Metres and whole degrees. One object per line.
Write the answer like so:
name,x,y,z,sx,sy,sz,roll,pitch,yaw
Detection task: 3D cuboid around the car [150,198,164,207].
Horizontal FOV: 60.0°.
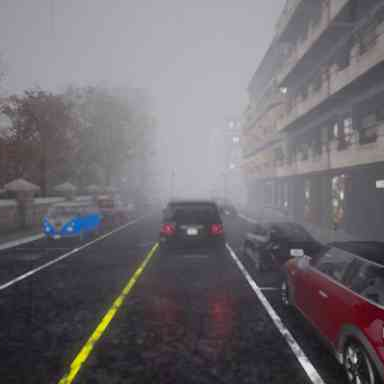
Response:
car,-5.727,1.675,54.867,1.802,1.307,4.206,0,0,0

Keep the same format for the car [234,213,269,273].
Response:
car,2.680,1.583,10.591,1.947,1.339,4.313,0,0,0

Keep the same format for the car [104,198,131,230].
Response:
car,-5.709,1.349,21.656,2.192,1.841,5.009,0,0,0

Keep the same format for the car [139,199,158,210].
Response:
car,-5.720,1.638,43.797,1.947,1.339,4.313,0,0,0

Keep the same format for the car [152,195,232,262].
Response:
car,0.028,1.243,12.381,2.150,2.045,5.566,0,0,0

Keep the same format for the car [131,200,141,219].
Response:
car,-5.711,1.594,27.191,2.008,1.369,4.403,0,0,0

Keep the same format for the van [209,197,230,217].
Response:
van,2.665,1.394,32.733,1.690,1.788,3.998,0,0,0

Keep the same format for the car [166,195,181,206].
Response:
car,-3.078,1.446,56.159,2.097,1.767,4.553,0,0,1

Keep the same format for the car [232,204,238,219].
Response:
car,2.670,1.609,27.197,1.947,1.339,4.313,0,0,0

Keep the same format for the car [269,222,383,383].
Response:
car,2.683,1.448,5.056,1.967,1.590,4.097,0,0,0

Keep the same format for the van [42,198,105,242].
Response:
van,-5.705,1.366,16.120,1.690,1.788,3.998,0,0,0

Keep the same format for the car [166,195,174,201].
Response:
car,-5.749,1.595,87.278,1.967,1.590,4.097,0,0,0

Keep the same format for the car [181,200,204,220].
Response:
car,0.037,1.525,29.672,1.882,1.535,5.008,0,0,0

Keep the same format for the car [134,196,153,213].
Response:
car,-5.719,1.377,38.262,2.192,1.841,5.009,0,0,0
